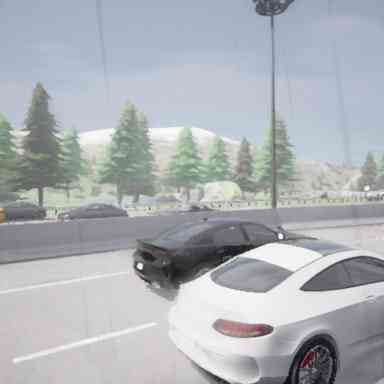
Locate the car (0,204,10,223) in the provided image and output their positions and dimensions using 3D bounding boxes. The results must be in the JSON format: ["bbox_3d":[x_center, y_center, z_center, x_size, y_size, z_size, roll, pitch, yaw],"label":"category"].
[{"bbox_3d":[-13.872,1.429,19.622,5.008,1.535,1.882,-1,1,-34],"label":"car"}]

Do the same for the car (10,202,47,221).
[{"bbox_3d":[-12.920,1.443,24.431,4.181,1.385,1.994,-1,1,-33],"label":"car"}]

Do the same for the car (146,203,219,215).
[{"bbox_3d":[-0.383,1.366,19.646,4.718,1.301,1.895,-1,1,-27],"label":"car"}]

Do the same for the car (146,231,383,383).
[{"bbox_3d":[1.910,1.442,4.838,4.674,1.442,1.812,-1,1,-31],"label":"car"}]

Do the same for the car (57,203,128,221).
[{"bbox_3d":[-6.050,1.397,20.464,4.181,1.385,1.994,-1,1,-30],"label":"car"}]

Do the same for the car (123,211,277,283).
[{"bbox_3d":[1.035,1.364,8.223,5.008,1.535,1.882,-1,0,-31],"label":"car"}]
